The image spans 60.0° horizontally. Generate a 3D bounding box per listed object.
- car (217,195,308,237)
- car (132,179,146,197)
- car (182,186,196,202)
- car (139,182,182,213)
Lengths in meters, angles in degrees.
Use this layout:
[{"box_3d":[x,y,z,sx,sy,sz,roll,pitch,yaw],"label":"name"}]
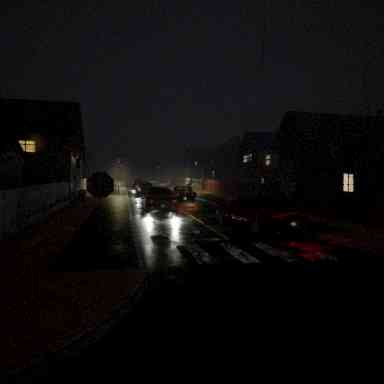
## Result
[{"box_3d":[2.772,0.854,14.250,1.882,1.535,5.008,-1,4,-21],"label":"car"},{"box_3d":[-4.948,-0.318,34.845,1.837,1.490,4.892,1,3,-12],"label":"car"},{"box_3d":[-1.012,0.113,29.803,1.895,1.301,4.718,1,3,-11],"label":"car"},{"box_3d":[-2.144,0.395,21.426,1.882,1.535,5.008,0,3,-12],"label":"car"}]
